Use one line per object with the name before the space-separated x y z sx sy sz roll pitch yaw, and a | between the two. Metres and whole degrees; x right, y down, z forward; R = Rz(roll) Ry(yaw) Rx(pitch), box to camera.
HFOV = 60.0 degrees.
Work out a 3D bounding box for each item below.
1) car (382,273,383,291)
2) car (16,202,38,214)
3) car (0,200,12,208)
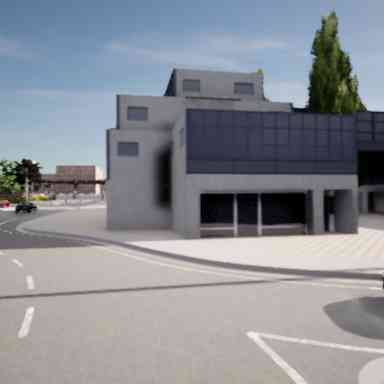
car | 5.989 1.588 6.228 4.181 1.385 1.994 -1 -1 5
car | -22.019 2.110 44.498 1.837 1.490 4.892 0 -1 -12
car | -38.409 2.432 67.724 1.882 1.535 5.008 0 -1 -11
